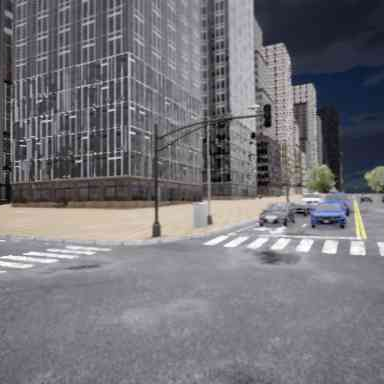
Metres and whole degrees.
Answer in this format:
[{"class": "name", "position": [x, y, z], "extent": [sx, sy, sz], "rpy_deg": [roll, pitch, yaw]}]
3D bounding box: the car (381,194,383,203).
[{"class": "car", "position": [32.208, 0.987, 54.613], "extent": [2.128, 1.511, 4.902], "rpy_deg": [0, 0, 26]}]

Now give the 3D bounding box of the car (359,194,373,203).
[{"class": "car", "position": [29.371, 1.131, 56.273], "extent": [1.812, 1.442, 4.674], "rpy_deg": [-4, -3, 26]}]

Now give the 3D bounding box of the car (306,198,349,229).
[{"class": "car", "position": [8.811, 1.400, 21.394], "extent": [1.882, 1.535, 5.008], "rpy_deg": [-2, 0, 26]}]

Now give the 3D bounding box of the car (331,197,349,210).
[{"class": "car", "position": [17.674, 1.346, 39.629], "extent": [1.812, 1.442, 4.674], "rpy_deg": [-2, 0, 26]}]

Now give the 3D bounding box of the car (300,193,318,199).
[{"class": "car", "position": [14.690, 1.128, 40.945], "extent": [2.150, 2.045, 5.566], "rpy_deg": [-2, 0, 26]}]

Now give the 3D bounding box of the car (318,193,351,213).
[{"class": "car", "position": [13.136, 1.094, 30.340], "extent": [2.150, 2.045, 5.566], "rpy_deg": [-2, 0, 26]}]

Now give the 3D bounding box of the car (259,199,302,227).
[{"class": "car", "position": [5.957, 1.499, 22.950], "extent": [2.128, 1.511, 4.902], "rpy_deg": [-2, 0, 26]}]

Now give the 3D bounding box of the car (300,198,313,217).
[{"class": "car", "position": [9.997, 1.562, 31.294], "extent": [1.895, 1.301, 4.718], "rpy_deg": [-2, 0, 26]}]
